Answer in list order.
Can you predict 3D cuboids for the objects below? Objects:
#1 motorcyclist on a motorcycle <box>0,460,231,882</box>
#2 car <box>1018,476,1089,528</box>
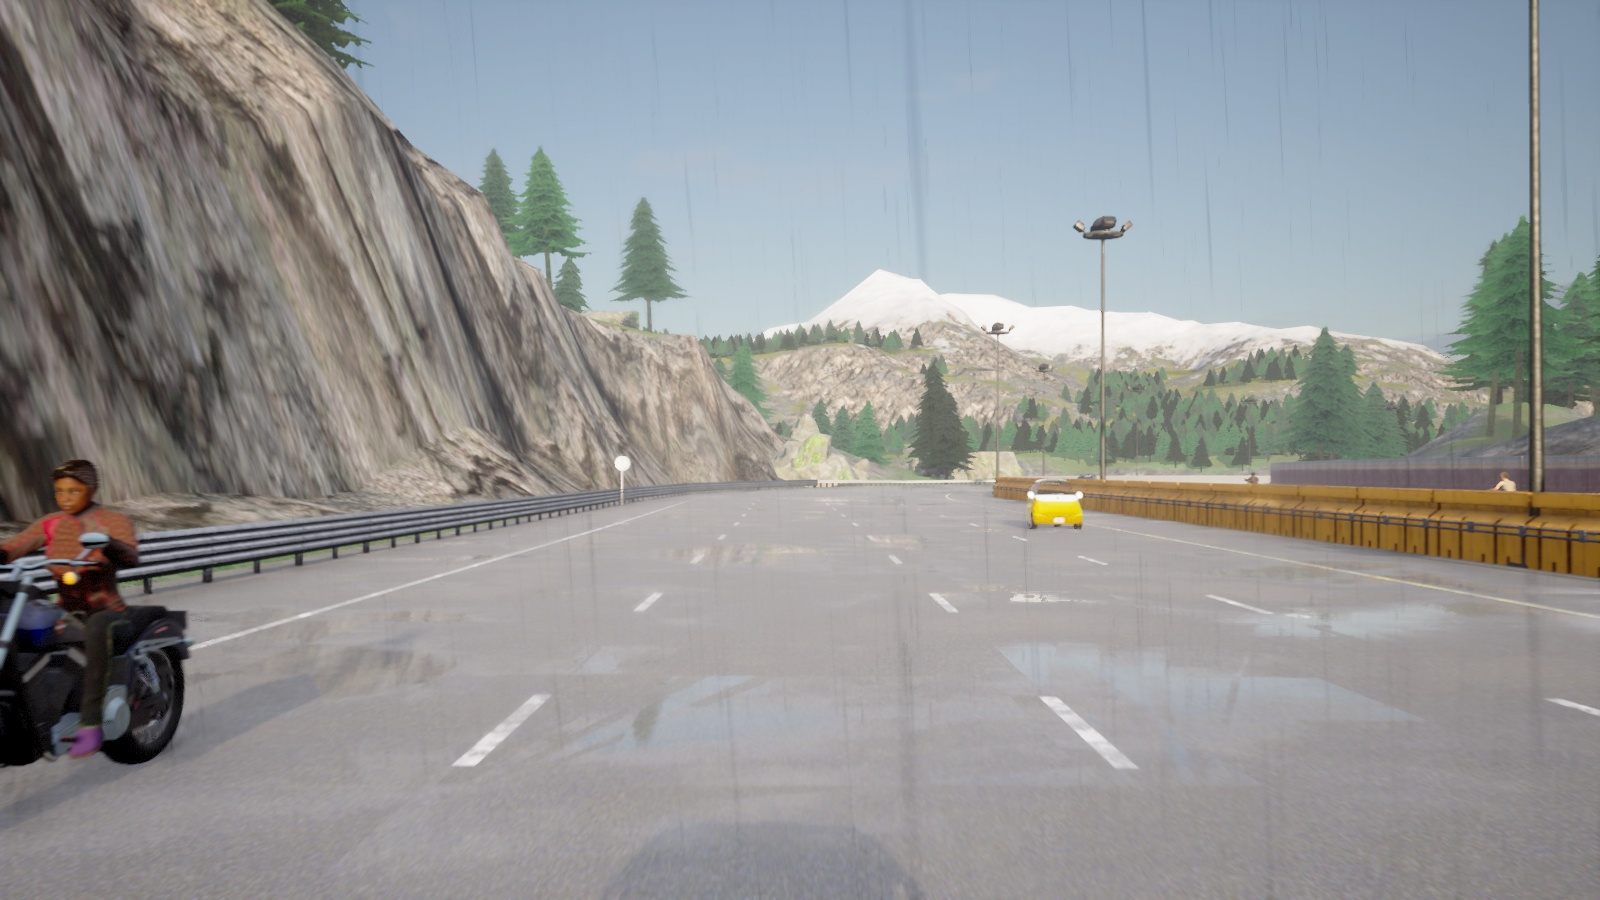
[{"bbox_3d":[-3.513,0.875,5.730,0.766,1.649,2.350,0,-1,0],"label":"motorcyclist on a motorcycle"},{"bbox_3d":[6.913,1.418,34.433,1.481,1.376,2.207,0,-1,0],"label":"car"}]
